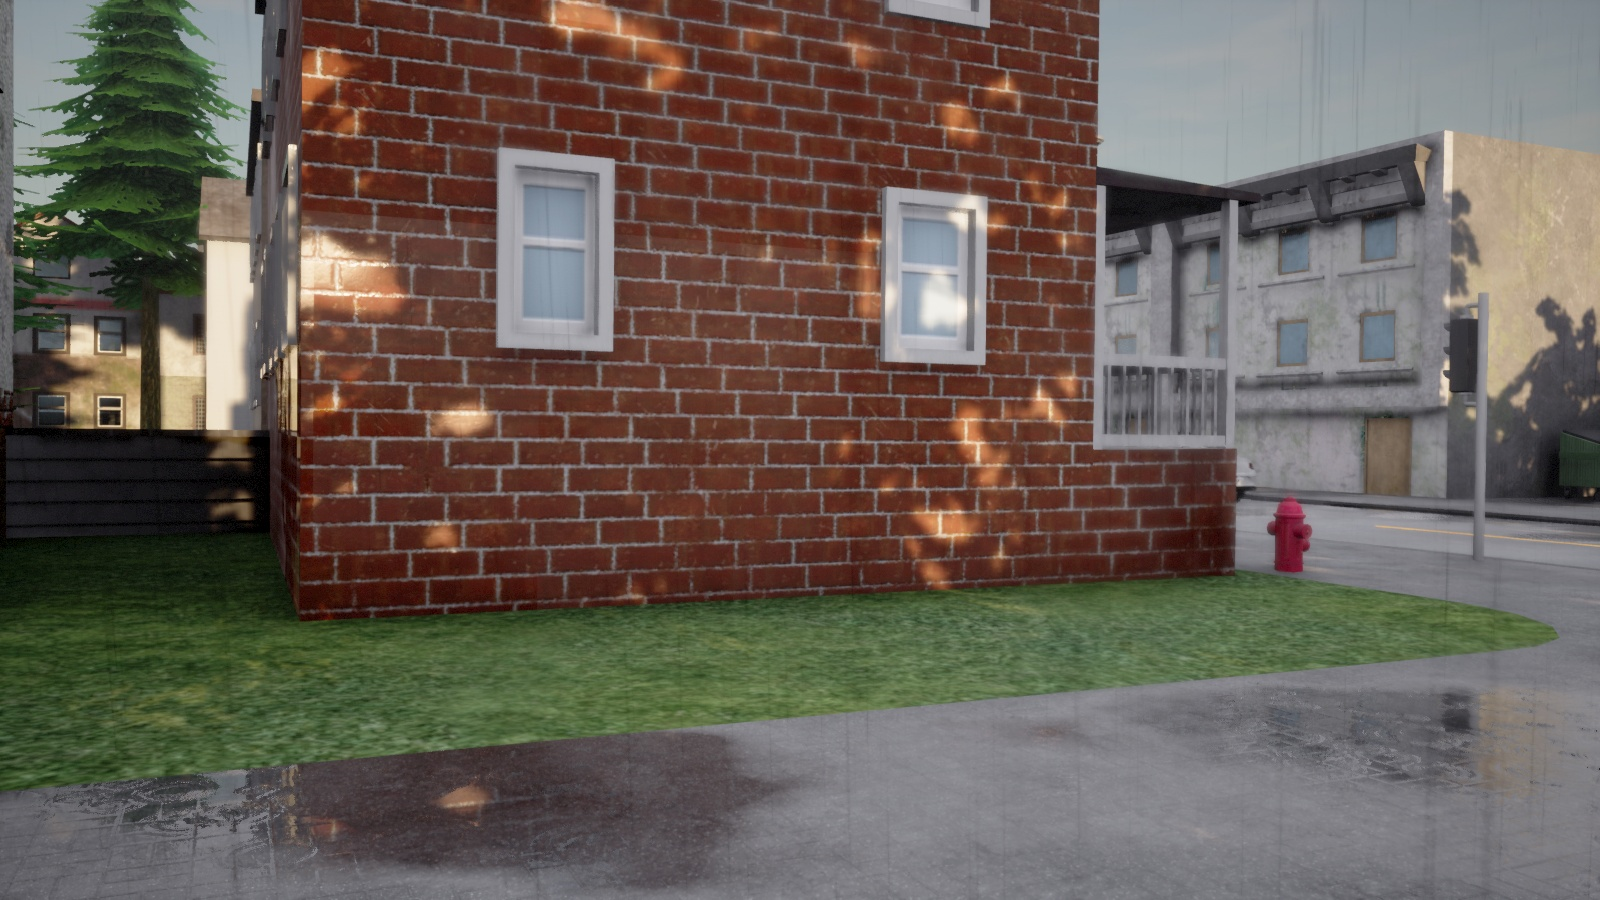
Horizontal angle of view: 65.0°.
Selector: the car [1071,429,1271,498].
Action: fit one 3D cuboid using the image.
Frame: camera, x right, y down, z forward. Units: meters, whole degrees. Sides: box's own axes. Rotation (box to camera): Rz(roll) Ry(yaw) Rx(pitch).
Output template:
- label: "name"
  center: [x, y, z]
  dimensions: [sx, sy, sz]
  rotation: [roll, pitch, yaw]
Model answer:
- label: "car"
  center: [8.490, 0.257, 29.223]
  dimensions: [1.812, 1.442, 4.674]
  rotation: [-1, 1, -25]
